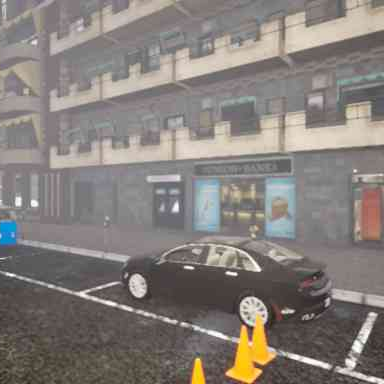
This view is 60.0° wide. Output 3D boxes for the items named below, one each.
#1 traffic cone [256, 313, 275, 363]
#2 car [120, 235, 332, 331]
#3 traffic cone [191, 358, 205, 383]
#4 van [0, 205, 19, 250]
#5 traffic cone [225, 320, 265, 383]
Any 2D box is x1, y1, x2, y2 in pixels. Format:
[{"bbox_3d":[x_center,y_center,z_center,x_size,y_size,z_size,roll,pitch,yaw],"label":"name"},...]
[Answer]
[{"bbox_3d":[0.911,1.960,4.557,0.340,0.580,0.340,0,0,43],"label":"traffic cone"},{"bbox_3d":[0.431,1.559,6.700,4.403,1.369,2.008,0,0,36],"label":"car"},{"bbox_3d":[0.058,1.959,3.319,0.340,0.580,0.340,0,0,36],"label":"traffic cone"},{"bbox_3d":[-8.537,1.373,13.149,3.998,1.788,1.690,0,0,36],"label":"van"},{"bbox_3d":[0.642,1.959,4.131,0.340,0.580,0.340,0,0,36],"label":"traffic cone"}]
